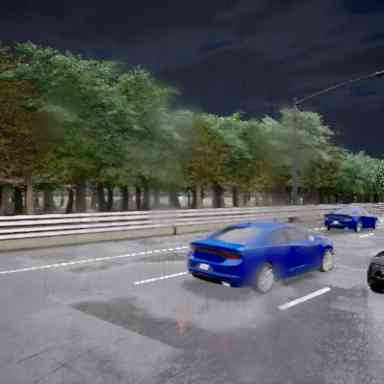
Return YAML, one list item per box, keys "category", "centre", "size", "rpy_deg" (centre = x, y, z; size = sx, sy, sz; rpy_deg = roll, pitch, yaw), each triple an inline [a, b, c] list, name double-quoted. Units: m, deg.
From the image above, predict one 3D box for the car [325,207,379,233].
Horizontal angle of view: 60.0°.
- category: "car"
  centre: [10.434, 1.720, 21.598]
  size: [5.008, 1.535, 1.882]
  rpy_deg: [1, -1, -43]

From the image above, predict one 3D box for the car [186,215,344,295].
- category: "car"
  centre: [2.091, 1.562, 9.147]
  size: [5.008, 1.535, 1.882]
  rpy_deg: [1, -1, -43]

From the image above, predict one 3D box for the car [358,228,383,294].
- category: "car"
  centre: [5.916, 1.656, 8.041]
  size: [4.181, 1.385, 1.994]
  rpy_deg: [1, -1, -43]
